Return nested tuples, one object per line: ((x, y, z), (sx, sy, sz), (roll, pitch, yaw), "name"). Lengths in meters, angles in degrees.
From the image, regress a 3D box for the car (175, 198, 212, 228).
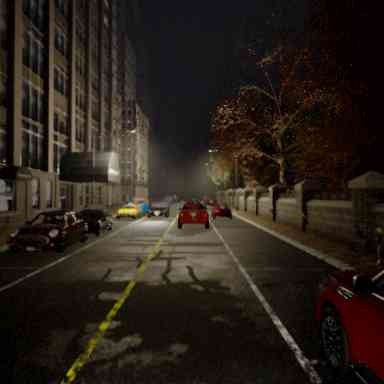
((0.102, 1.511, 23.938), (2.097, 1.767, 4.553), (0, 0, 0), "car")

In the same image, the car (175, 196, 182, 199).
((-2.228, 1.870, 72.179), (1.812, 1.442, 4.674), (0, 0, 2), "car")

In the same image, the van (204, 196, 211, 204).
((3.667, 1.789, 79.450), (1.690, 1.788, 3.998), (1, 0, 2), "van")

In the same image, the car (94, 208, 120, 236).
((-5.828, 1.698, 19.529), (1.947, 1.339, 4.313), (0, 0, 0), "car")

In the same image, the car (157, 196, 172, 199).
((-5.289, 1.666, 57.821), (2.192, 1.841, 5.009), (1, 0, 2), "car")

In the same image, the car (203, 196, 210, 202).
((3.956, 1.934, 90.403), (1.967, 1.590, 4.097), (1, 0, 2), "car")

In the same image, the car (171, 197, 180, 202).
((-4.422, 2.048, 90.654), (2.008, 1.369, 4.403), (1, 0, 2), "car")

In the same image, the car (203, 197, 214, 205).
((3.376, 1.839, 68.496), (1.967, 1.590, 4.097), (1, 0, 2), "car")

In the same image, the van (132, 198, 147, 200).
((-5.680, 1.575, 36.210), (1.690, 1.788, 3.998), (0, 0, 0), "van")

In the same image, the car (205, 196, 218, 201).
((2.942, 1.634, 52.067), (2.192, 1.841, 5.009), (1, 0, 2), "car")

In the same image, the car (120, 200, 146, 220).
((-5.691, 1.725, 30.480), (1.752, 1.417, 4.829), (0, 0, 0), "car")

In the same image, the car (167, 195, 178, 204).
((-4.709, 1.767, 79.711), (2.192, 1.841, 5.009), (1, 0, 2), "car")

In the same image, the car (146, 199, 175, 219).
((-3.086, 1.698, 31.716), (2.128, 1.511, 4.902), (0, 0, 0), "car")

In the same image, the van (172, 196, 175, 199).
((-4.999, 1.744, 68.766), (1.690, 1.788, 3.998), (1, 0, 2), "van")

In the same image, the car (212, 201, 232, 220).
((2.698, 1.781, 30.382), (1.802, 1.307, 4.206), (0, 0, 0), "car")

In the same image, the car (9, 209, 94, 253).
((-5.828, 1.536, 13.970), (1.967, 1.590, 4.097), (0, 0, 0), "car")

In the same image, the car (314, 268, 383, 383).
((2.697, 1.334, 2.582), (2.192, 1.841, 5.009), (0, 0, 0), "car")
